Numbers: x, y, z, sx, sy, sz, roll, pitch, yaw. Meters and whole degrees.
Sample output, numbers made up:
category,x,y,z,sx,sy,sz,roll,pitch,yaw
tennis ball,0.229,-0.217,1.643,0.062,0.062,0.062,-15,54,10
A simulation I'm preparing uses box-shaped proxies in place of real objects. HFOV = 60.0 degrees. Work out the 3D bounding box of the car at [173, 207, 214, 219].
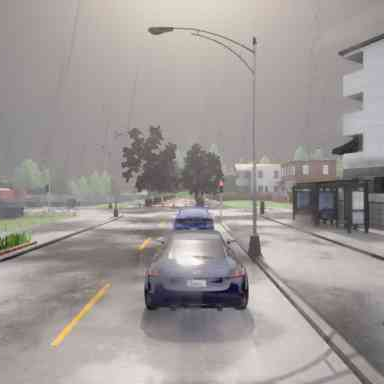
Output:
category,x,y,z,sx,sy,sz,roll,pitch,yaw
car,0.080,1.478,16.791,1.882,1.535,5.008,0,0,0

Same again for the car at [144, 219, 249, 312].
category,x,y,z,sx,sy,sz,roll,pitch,yaw
car,0.090,1.564,7.808,1.994,1.385,4.181,0,0,0
